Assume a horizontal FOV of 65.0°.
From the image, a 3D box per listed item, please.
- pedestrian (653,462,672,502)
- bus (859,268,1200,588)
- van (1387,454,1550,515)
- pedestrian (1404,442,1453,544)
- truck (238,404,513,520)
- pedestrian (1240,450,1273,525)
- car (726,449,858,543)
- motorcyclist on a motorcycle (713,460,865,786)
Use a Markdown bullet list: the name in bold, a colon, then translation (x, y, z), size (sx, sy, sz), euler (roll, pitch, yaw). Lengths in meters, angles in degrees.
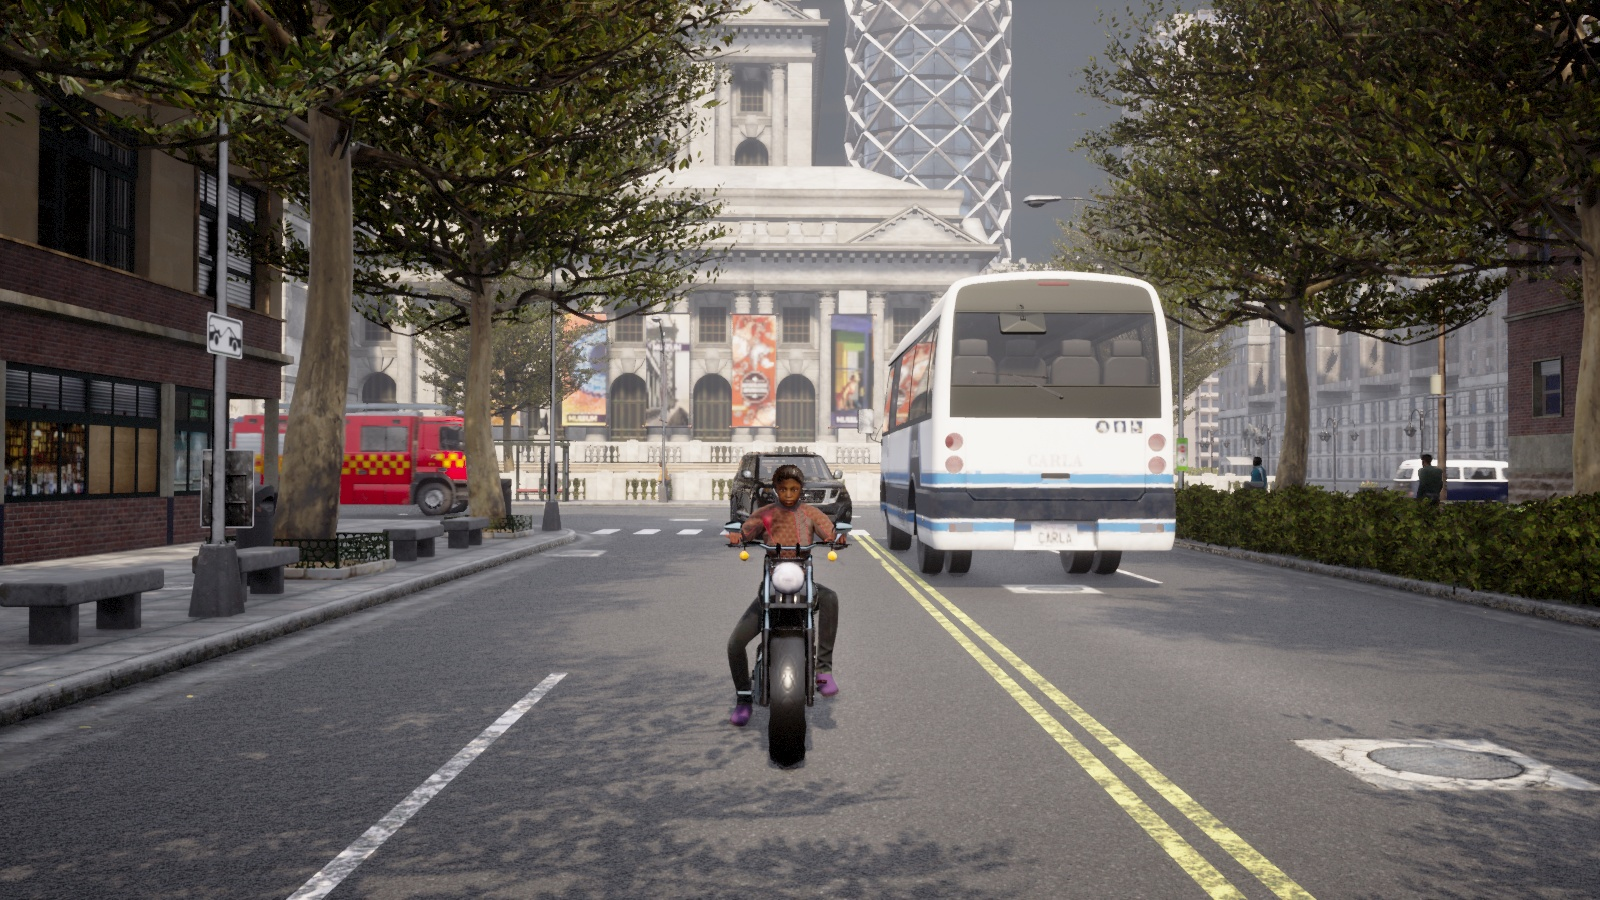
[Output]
- **pedestrian**: translation (-6.389, 1.474, 58.318), size (0.900, 1.855, 0.874), euler (0, -1, -7)
- **bus**: translation (3.303, -0.209, 21.872), size (3.944, 4.253, 10.273), euler (0, -1, 0)
- **van**: translation (22.973, 1.171, 43.269), size (4.480, 2.038, 2.069), euler (0, -1, 0)
- **pedestrian**: translation (12.216, 0.831, 24.417), size (0.423, 1.949, 0.788), euler (0, -1, -13)
- **truck**: translation (-14.444, 0.431, 43.193), size (8.468, 3.827, 2.891), euler (0, -1, -1)
- **pedestrian**: translation (11.855, 0.971, 32.639), size (0.692, 1.930, 0.396), euler (0, -1, -7)
- **car**: translation (-0.332, 1.043, 30.316), size (2.150, 2.045, 5.566), euler (0, -1, -12)
- **motorcyclist on a motorcycle**: translation (-0.065, 0.892, 7.543), size (0.766, 1.649, 2.350), euler (0, -1, -1)
